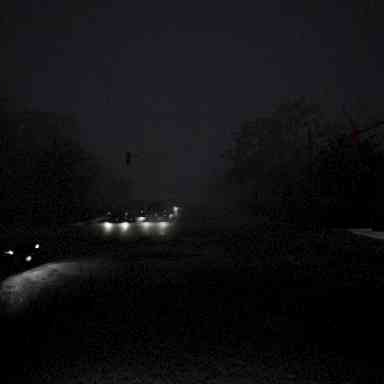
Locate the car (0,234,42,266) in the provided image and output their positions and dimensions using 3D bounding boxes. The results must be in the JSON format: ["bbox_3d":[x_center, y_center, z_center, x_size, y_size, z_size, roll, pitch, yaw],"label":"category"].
[{"bbox_3d":[-7.811,1.722,10.809,5.357,1.411,2.033,0,-1,6],"label":"car"}]

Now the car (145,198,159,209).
[{"bbox_3d":[-7.024,1.994,58.756,1.882,1.535,5.008,0,1,0],"label":"car"}]

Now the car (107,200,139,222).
[{"bbox_3d":[-7.088,2.043,33.694,2.097,1.767,4.553,0,-1,0],"label":"car"}]

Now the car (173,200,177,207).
[{"bbox_3d":[-3.576,2.279,46.180,2.033,1.411,5.357,0,0,0],"label":"car"}]

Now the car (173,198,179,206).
[{"bbox_3d":[-3.537,1.971,60.769,1.837,1.490,4.892,0,1,1],"label":"car"}]

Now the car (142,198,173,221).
[{"bbox_3d":[-3.586,1.935,35.595,2.150,2.045,5.566,0,-1,0],"label":"car"}]

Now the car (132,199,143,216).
[{"bbox_3d":[-7.080,1.968,43.449,2.150,2.045,5.566,0,0,0],"label":"car"}]
